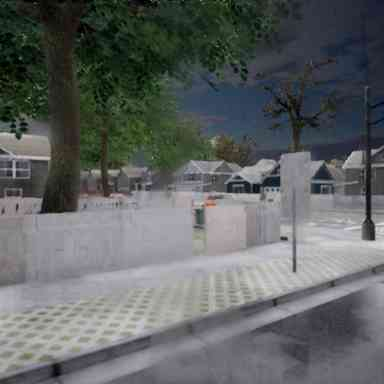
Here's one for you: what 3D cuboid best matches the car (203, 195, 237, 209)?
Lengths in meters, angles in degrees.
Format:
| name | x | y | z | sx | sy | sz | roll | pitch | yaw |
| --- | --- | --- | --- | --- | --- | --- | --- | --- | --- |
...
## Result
| name | x | y | z | sx | sy | sz | roll | pitch | yaw |
| --- | --- | --- | --- | --- | --- | --- | --- | --- | --- |
| car | 3.071 | 1.059 | 30.872 | 2.097 | 1.767 | 4.553 | 0 | 0 | -38 |

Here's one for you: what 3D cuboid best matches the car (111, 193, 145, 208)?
| name | x | y | z | sx | sy | sz | roll | pitch | yaw |
| --- | --- | --- | --- | --- | --- | --- | --- | --- | --- |
| car | -6.950 | 1.181 | 38.346 | 2.033 | 1.411 | 5.357 | 0 | 1 | -38 |
